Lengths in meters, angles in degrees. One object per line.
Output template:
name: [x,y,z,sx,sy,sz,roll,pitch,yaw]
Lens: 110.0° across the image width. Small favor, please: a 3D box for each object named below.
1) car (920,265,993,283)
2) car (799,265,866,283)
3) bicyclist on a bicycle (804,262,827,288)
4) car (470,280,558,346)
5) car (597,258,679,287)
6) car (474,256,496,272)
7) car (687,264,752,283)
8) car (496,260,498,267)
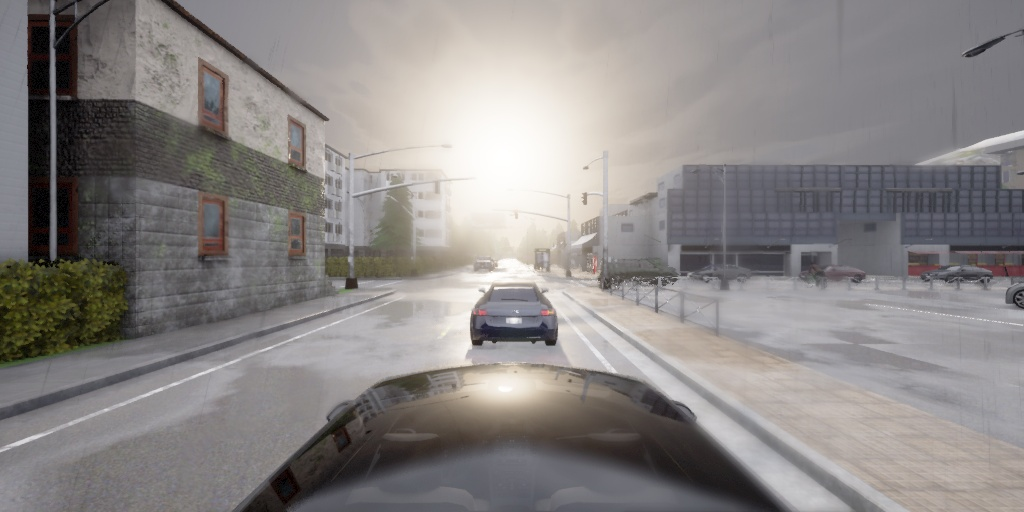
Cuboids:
car: [36.708,1.452,29.612,4.674,1.442,1.812,0,0,0]
car: [26.398,1.452,29.590,4.674,1.442,1.812,0,0,0]
bicyclist on a bicycle: [18.689,1.227,22.084,0.582,1.620,1.656,0,0,0]
car: [0.053,1.314,9.463,1.994,1.385,4.181,0,0,0]
car: [8.976,1.161,25.835,5.566,2.045,2.150,0,0,0]
car: [-3.653,0.972,47.080,2.150,2.045,5.566,0,0,0]
car: [17.033,1.418,29.561,4.902,1.511,2.128,0,0,0]
car: [-3.654,1.351,56.973,1.895,1.301,4.718,0,0,0]
